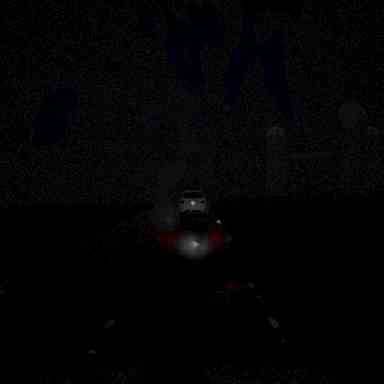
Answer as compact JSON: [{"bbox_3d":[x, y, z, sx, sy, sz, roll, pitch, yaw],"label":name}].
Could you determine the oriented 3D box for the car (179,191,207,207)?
[{"bbox_3d":[0.089,0.898,28.186,2.150,2.045,5.566,0,0,0],"label":"car"}]

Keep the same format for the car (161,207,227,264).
[{"bbox_3d":[0.074,1.441,11.335,1.994,1.385,4.181,0,1,0],"label":"car"}]

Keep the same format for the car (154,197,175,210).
[{"bbox_3d":[-2.827,1.176,35.086,1.994,1.385,4.181,0,1,0],"label":"car"}]
